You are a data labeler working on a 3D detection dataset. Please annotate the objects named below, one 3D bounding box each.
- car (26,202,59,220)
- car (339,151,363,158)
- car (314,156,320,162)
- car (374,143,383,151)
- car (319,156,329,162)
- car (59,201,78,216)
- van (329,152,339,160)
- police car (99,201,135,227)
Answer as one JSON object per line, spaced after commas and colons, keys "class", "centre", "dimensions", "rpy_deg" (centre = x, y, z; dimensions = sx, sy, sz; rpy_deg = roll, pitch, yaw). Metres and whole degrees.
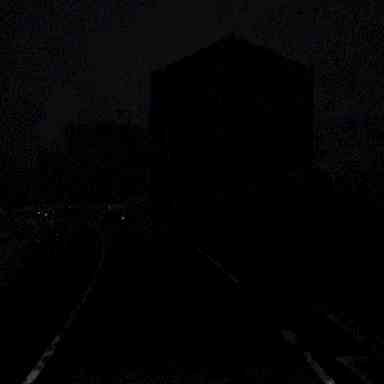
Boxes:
{"class": "car", "centre": [-15.244, 1.971, 33.293], "dimensions": [1.837, 1.490, 4.892], "rpy_deg": [-1, -1, -37]}
{"class": "car", "centre": [26.515, -5.917, 54.405], "dimensions": [2.231, 1.521, 4.892], "rpy_deg": [0, 2, 4]}
{"class": "car", "centre": [27.699, -6.673, 70.876], "dimensions": [2.435, 2.045, 5.566], "rpy_deg": [0, 2, 4]}
{"class": "car", "centre": [25.727, -5.683, 43.418], "dimensions": [2.185, 1.767, 4.553], "rpy_deg": [0, 2, 4]}
{"class": "car", "centre": [27.307, -6.220, 65.413], "dimensions": [2.002, 1.452, 4.674], "rpy_deg": [0, 2, 4]}
{"class": "car", "centre": [-15.045, 1.853, 38.874], "dimensions": [2.097, 1.767, 4.553], "rpy_deg": [-2, 0, -39]}
{"class": "van", "centre": [26.902, -6.314, 59.779], "dimensions": [1.878, 1.987, 4.442], "rpy_deg": [0, 2, 4]}
{"class": "police car", "centre": [-5.445, 1.493, 23.688], "dimensions": [1.930, 1.638, 5.238], "rpy_deg": [-1, 0, -23]}
